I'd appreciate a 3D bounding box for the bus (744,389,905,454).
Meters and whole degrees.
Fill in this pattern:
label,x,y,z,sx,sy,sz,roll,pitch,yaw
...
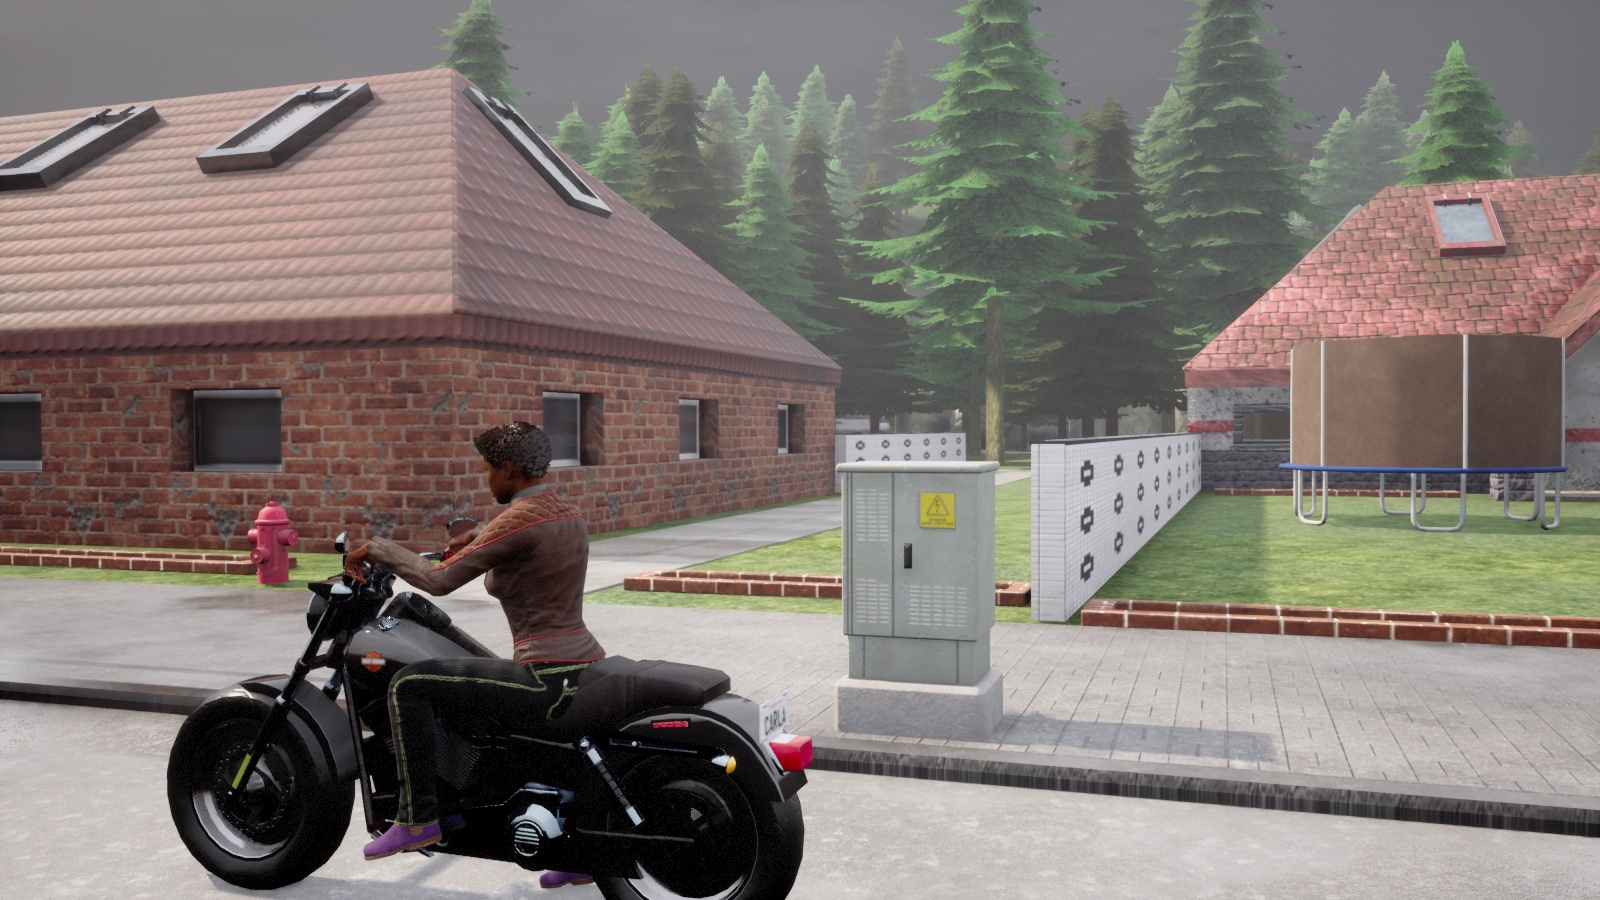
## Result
label,x,y,z,sx,sy,sz,roll,pitch,yaw
bus,1.669,-1.915,85.612,10.273,4.253,3.944,1,1,19

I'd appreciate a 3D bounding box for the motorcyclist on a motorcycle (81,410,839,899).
label,x,y,z,sx,sy,sz,roll,pitch,yaw
motorcyclist on a motorcycle,-1.109,0.707,4.093,2.350,1.649,0.766,0,1,19
